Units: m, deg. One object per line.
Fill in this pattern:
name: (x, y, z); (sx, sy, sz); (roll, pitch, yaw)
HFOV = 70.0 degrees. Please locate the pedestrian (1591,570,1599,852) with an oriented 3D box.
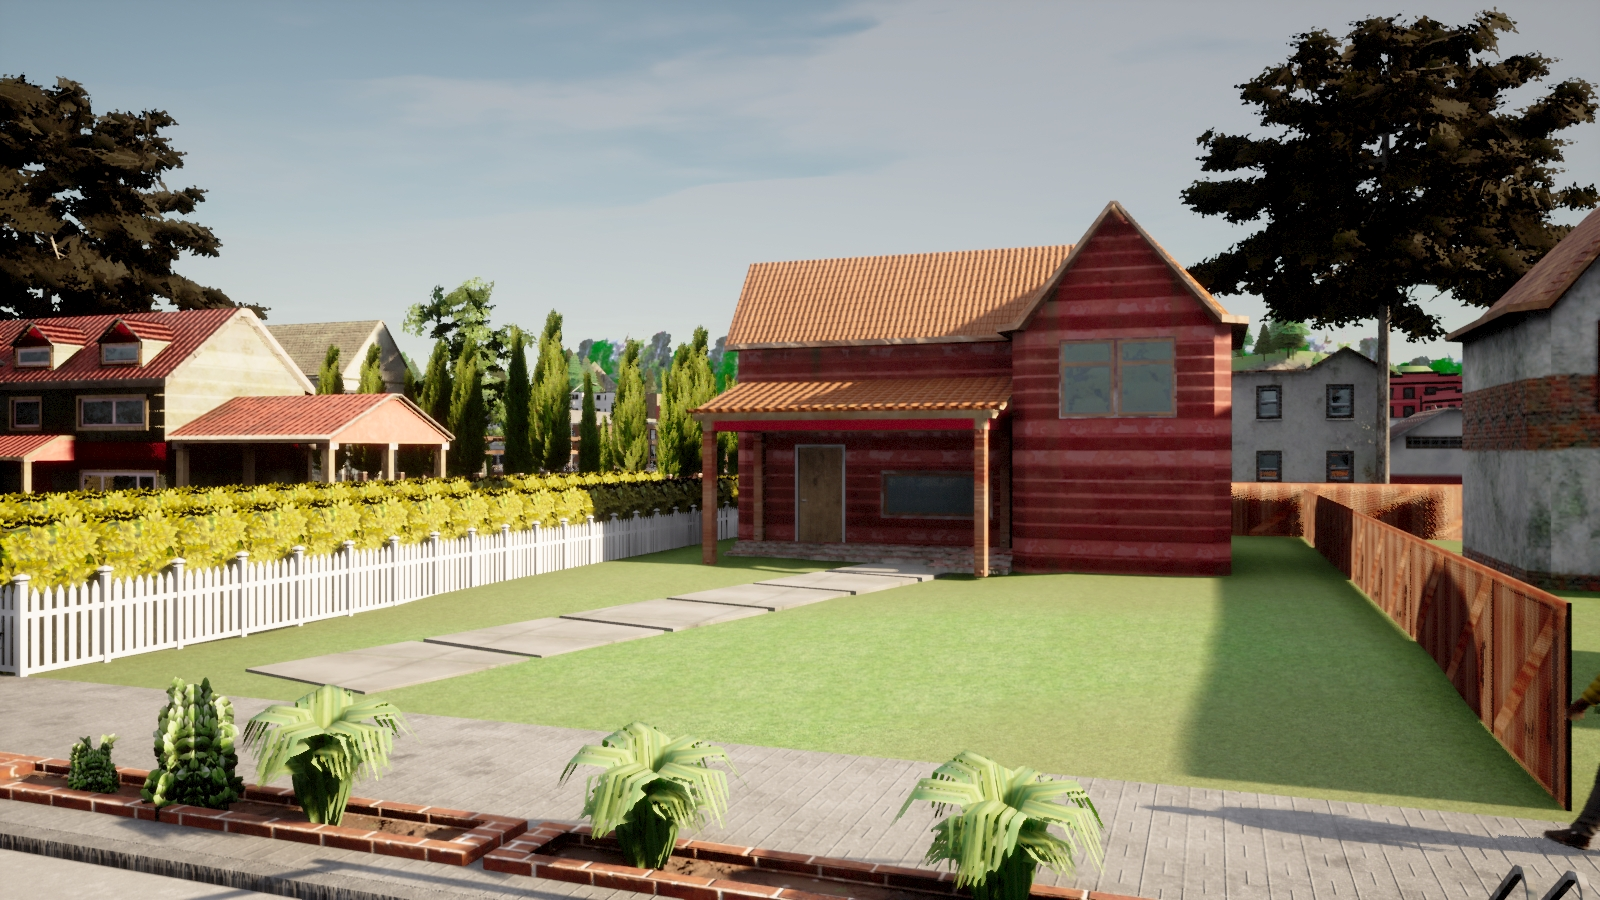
pedestrian: (5.505, 1.744, 7.546); (0.375, 1.860, 0.375); (0, 0, 20)
